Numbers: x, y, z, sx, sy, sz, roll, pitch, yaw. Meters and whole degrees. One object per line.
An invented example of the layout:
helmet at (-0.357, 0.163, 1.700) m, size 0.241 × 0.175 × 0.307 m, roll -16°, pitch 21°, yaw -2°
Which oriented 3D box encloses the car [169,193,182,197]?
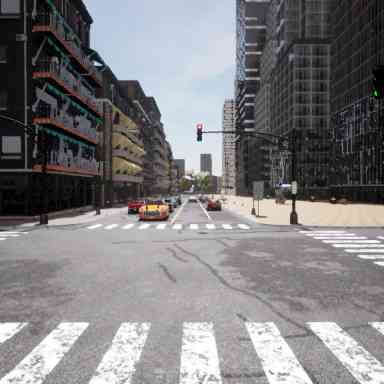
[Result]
car at (-3.011, 1.220, 58.305) m, size 2.150 × 2.045 × 5.566 m, roll 0°, pitch 0°, yaw 1°

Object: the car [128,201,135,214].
car at (-5.677, 1.540, 35.407) m, size 1.887 × 1.381 × 4.507 m, roll -1°, pitch 0°, yaw 0°

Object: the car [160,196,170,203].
car at (-5.654, 1.584, 69.301) m, size 1.802 × 1.307 × 4.206 m, roll -1°, pitch 0°, yaw 0°

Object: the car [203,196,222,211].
car at (2.674, 1.540, 41.108) m, size 1.887 × 1.381 × 4.507 m, roll -1°, pitch 0°, yaw 0°

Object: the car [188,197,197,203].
car at (0.154, 1.602, 69.740) m, size 1.895 × 1.301 × 4.718 m, roll 0°, pitch 0°, yaw 0°

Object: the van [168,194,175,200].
van at (-5.642, 1.350, 91.896) m, size 1.690 × 1.788 × 3.998 m, roll -1°, pitch 0°, yaw 0°

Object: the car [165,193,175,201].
car at (-5.647, 1.322, 86.248) m, size 2.192 × 1.841 × 5.009 m, roll -1°, pitch 0°, yaw 0°

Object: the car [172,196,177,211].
car at (-3.071, 1.500, 37.659) m, size 1.837 × 1.490 × 4.892 m, roll 0°, pitch 0°, yaw 0°

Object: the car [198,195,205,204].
car at (2.689, 1.551, 63.704) m, size 2.008 × 1.369 × 4.403 m, roll -1°, pitch 0°, yaw 0°

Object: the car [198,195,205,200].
car at (2.708, 1.535, 92.119) m, size 1.752 × 1.417 × 4.829 m, roll -1°, pitch 0°, yaw 0°

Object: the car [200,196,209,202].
car at (2.697, 1.548, 75.002) m, size 1.887 × 1.381 × 4.507 m, roll -1°, pitch 0°, yaw 0°

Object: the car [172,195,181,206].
car at (-3.059, 1.544, 47.987) m, size 2.033 × 1.411 × 5.357 m, roll 0°, pitch 0°, yaw 0°

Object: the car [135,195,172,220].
car at (-3.080, 1.348, 27.662) m, size 2.097 × 1.767 × 4.553 m, roll 0°, pitch 0°, yaw 0°
